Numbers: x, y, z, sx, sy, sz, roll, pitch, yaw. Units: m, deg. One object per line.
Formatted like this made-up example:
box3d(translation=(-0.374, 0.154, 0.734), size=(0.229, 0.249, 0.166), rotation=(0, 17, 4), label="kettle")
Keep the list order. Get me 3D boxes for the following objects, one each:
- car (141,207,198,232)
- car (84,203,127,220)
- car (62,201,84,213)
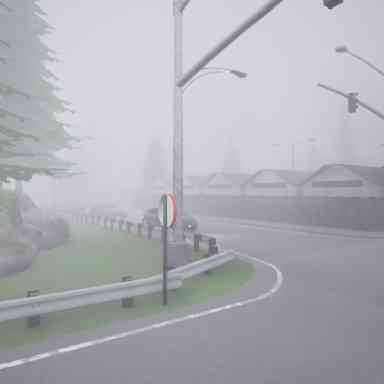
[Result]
box3d(translation=(-1.512, 1.696, 20.984), size=(1.837, 1.490, 4.892), rotation=(0, 0, -35), label="car")
box3d(translation=(-7.610, 1.739, 29.742), size=(2.033, 1.411, 5.357), rotation=(0, 0, -34), label="car")
box3d(translation=(-13.772, 1.737, 38.686), size=(2.033, 1.411, 5.357), rotation=(0, 0, -32), label="car")
